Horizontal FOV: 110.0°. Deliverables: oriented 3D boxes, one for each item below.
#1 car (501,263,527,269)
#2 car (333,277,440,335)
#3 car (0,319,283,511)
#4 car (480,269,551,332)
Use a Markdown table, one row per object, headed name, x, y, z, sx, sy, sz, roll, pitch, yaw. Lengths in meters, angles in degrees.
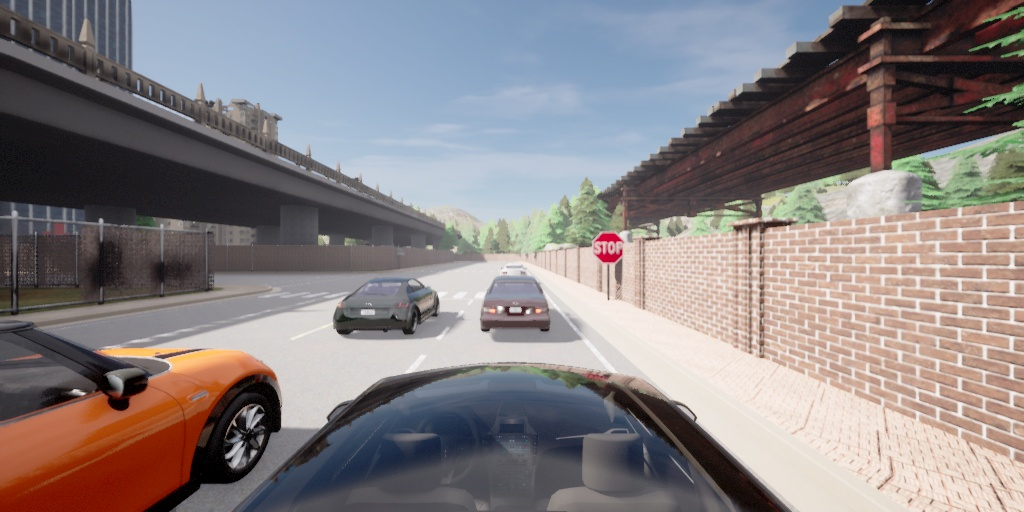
| name | x | y | z | sx | sy | sz | roll | pitch | yaw |
| --- | --- | --- | --- | --- | --- | --- | --- | --- | --- |
| car | 0.143 | 1.251 | 26.272 | 1.812 | 1.442 | 4.674 | 0 | 0 | 0 |
| car | -3.419 | 1.305 | 10.513 | 1.994 | 1.385 | 4.181 | 0 | 0 | 0 |
| car | -3.401 | 1.102 | 1.816 | 2.097 | 1.767 | 4.553 | 0 | 0 | 0 |
| car | 0.082 | 1.288 | 10.801 | 2.033 | 1.411 | 5.357 | 0 | 0 | 0 |
